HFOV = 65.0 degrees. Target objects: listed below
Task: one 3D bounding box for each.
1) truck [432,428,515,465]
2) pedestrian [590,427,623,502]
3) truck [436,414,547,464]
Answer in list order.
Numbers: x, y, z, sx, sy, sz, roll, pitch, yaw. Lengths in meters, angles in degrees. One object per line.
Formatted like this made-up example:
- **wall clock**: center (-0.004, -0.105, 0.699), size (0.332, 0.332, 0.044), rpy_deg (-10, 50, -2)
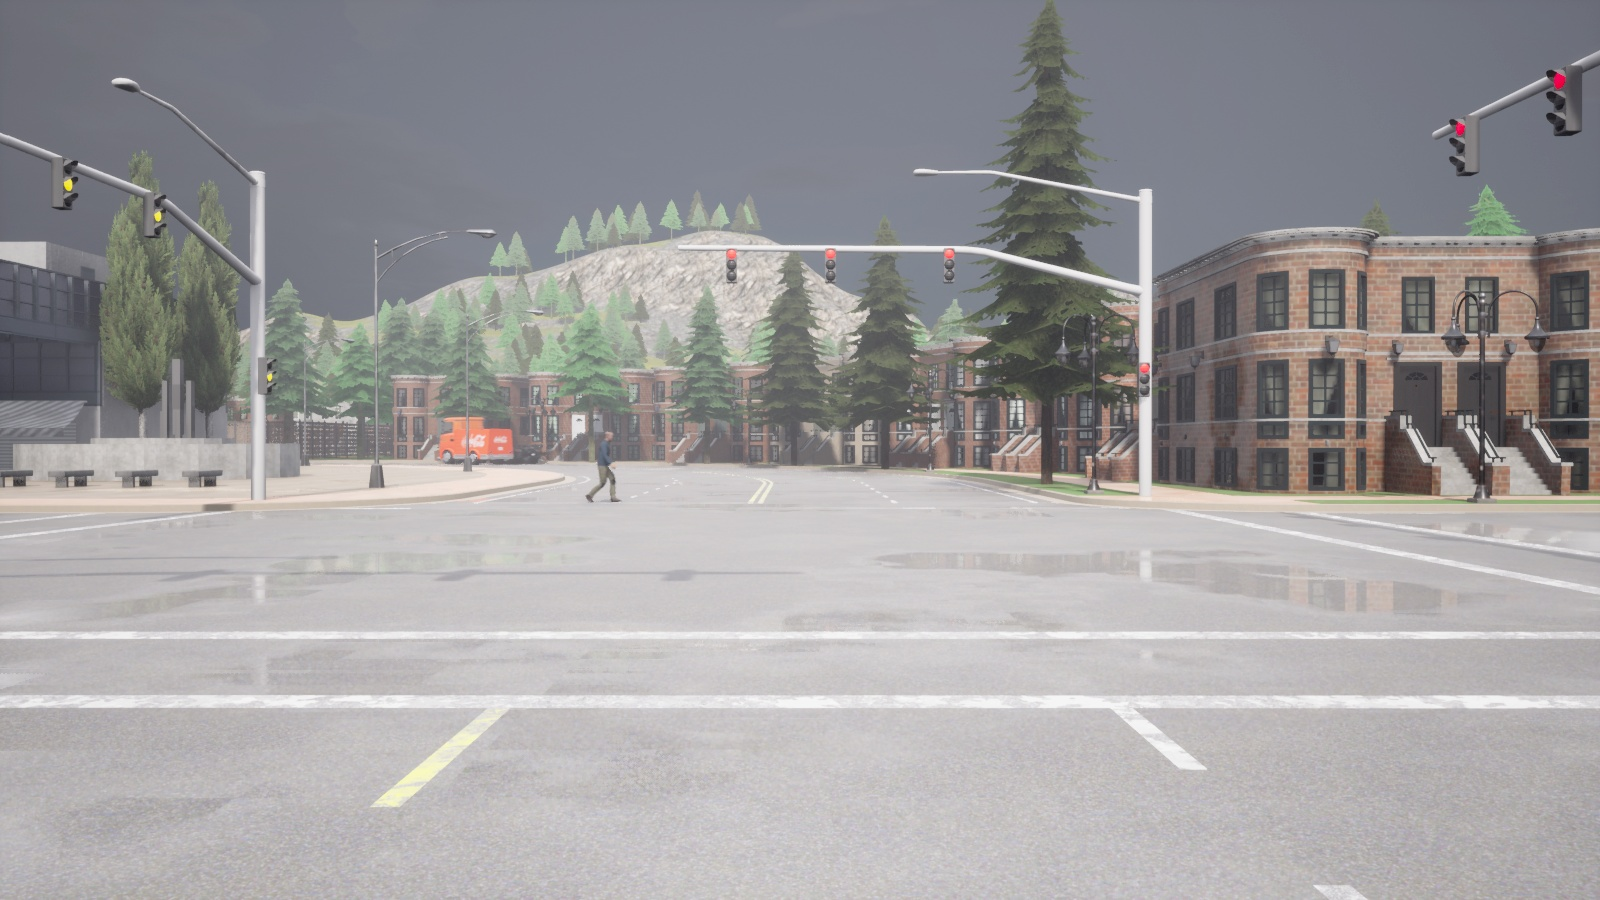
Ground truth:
- **truck**: center (-22.312, -0.242, 85.654), size (5.204, 2.467, 2.627), rpy_deg (0, 0, 32)
- **pedestrian**: center (-4.750, 0.357, 30.870), size (0.726, 1.842, 0.402), rpy_deg (0, 0, 2)
- **truck**: center (-22.025, -0.759, 89.556), size (7.936, 3.462, 2.891), rpy_deg (0, 0, 31)
